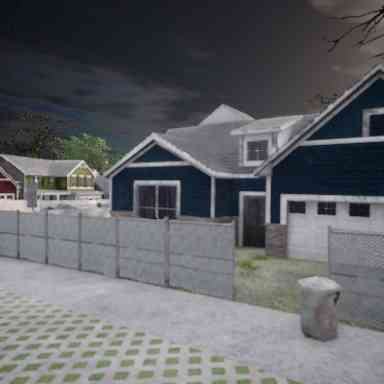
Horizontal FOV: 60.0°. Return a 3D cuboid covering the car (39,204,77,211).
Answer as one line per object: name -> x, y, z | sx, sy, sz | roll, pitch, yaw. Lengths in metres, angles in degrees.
car -> -13.120, 1.856, 32.771 | 1.994, 1.385, 4.181 | 1, 0, 18

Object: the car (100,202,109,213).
car -> -9.936, 1.892, 42.582 | 2.128, 1.511, 4.902 | 1, 0, 17
